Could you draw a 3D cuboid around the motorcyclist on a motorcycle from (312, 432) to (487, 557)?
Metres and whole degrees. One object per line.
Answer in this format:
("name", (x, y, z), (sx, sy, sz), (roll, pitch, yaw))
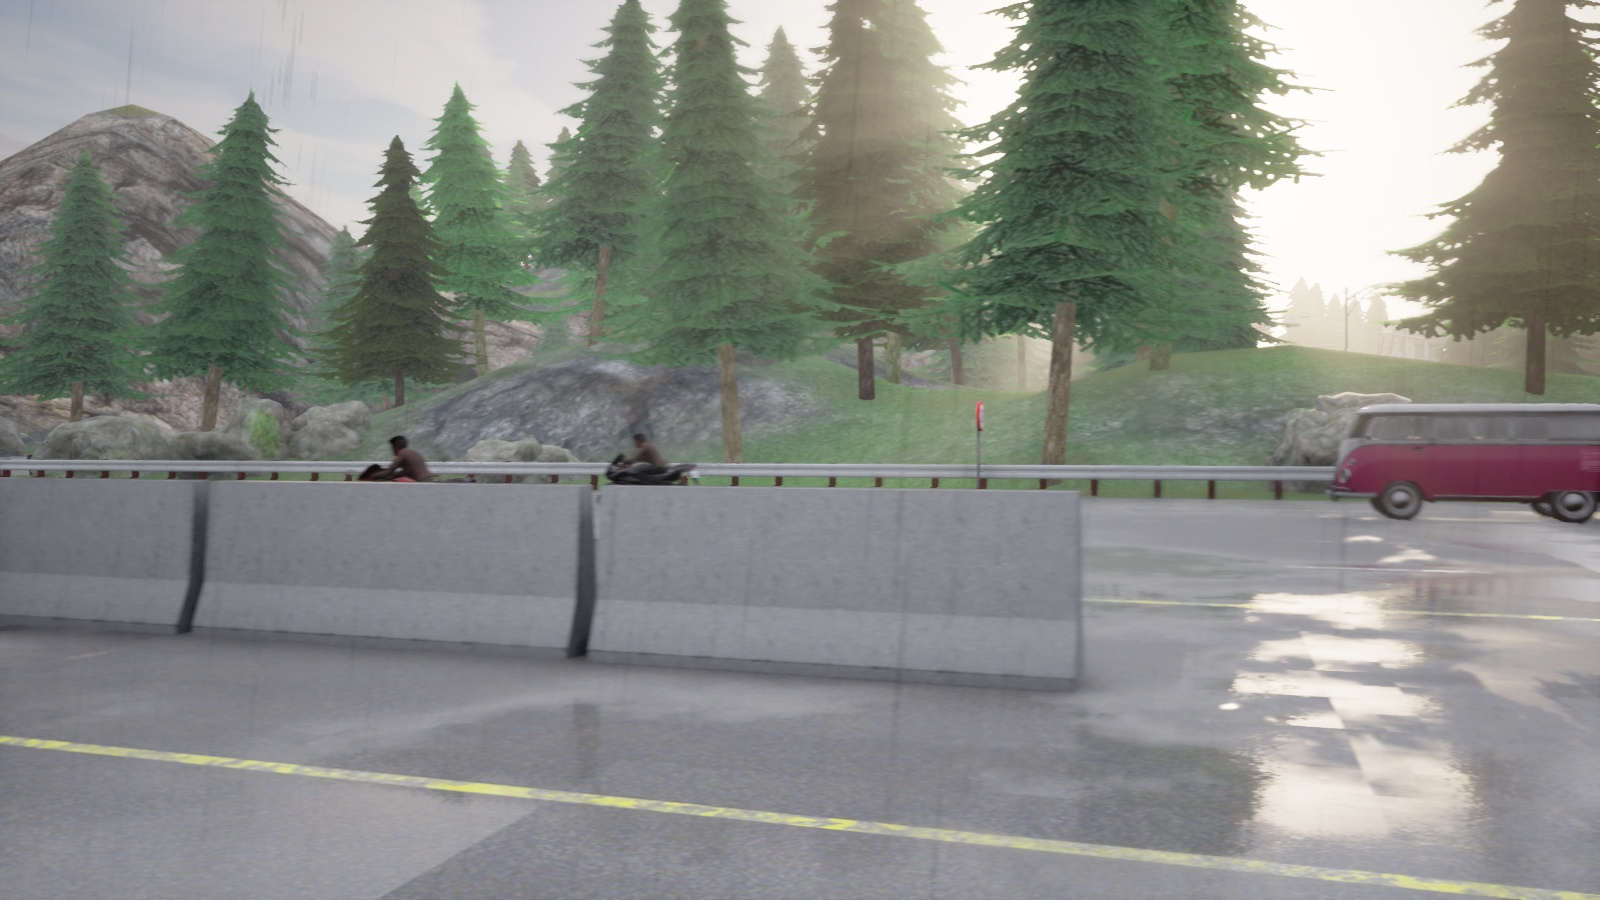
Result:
("motorcyclist on a motorcycle", (-5.099, 0.533, 15.987), (2.044, 1.523, 0.797), (0, 1, 19))

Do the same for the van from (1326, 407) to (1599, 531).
("van", (11.474, 0.278, 21.484), (4.442, 1.987, 1.775), (1, 1, 19))

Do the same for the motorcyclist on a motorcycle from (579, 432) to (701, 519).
("motorcyclist on a motorcycle", (-2.879, 0.435, 22.625), (2.044, 1.523, 0.797), (0, 1, 19))
